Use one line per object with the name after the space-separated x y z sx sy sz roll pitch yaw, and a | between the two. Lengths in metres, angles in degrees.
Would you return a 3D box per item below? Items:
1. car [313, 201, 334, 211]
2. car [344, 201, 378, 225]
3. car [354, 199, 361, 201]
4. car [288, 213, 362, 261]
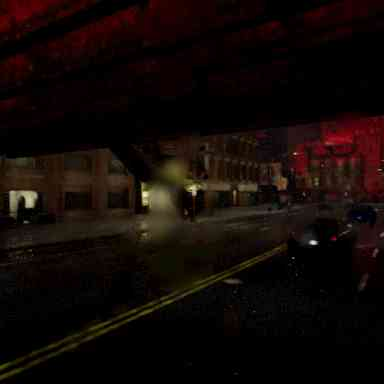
20.540 2.206 51.225 1.895 1.301 4.718 -1 -1 32 | car
13.763 1.779 26.825 1.882 1.535 5.008 -1 -1 32 | car
24.746 2.183 51.375 1.895 1.301 4.718 -1 -1 32 | car
5.243 1.724 13.116 1.994 1.385 4.181 -1 -1 32 | car
